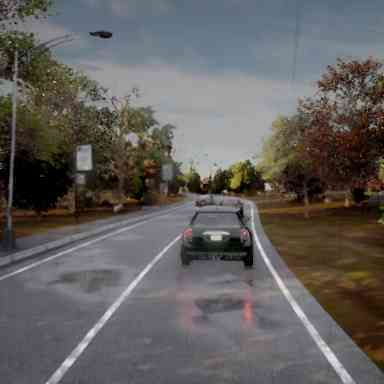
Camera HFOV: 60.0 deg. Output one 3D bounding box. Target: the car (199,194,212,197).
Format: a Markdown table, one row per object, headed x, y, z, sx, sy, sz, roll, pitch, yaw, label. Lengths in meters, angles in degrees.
| x | y | z | sx | sy | sz | roll | pitch | yaw | label |
| --- | --- | --- | --- | --- | --- | --- | --- | --- | --- |
| 1.601 | 0.989 | 39.369 | 1.812 | 1.442 | 4.674 | 0 | 1 | 9 | car |

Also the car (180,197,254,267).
| x | y | z | sx | sy | sz | roll | pitch | yaw | label |
| --- | --- | --- | --- | --- | --- | --- | --- | --- | --- |
| 0.888 | 1.247 | 11.299 | 2.097 | 1.767 | 4.553 | 0 | 1 | 6 | car |

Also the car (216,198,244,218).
| x | y | z | sx | sy | sz | roll | pitch | yaw | label |
| --- | --- | --- | --- | --- | --- | --- | --- | --- | --- |
| 3.134 | 1.237 | 26.605 | 1.895 | 1.301 | 4.718 | 0 | 1 | 10 | car |
